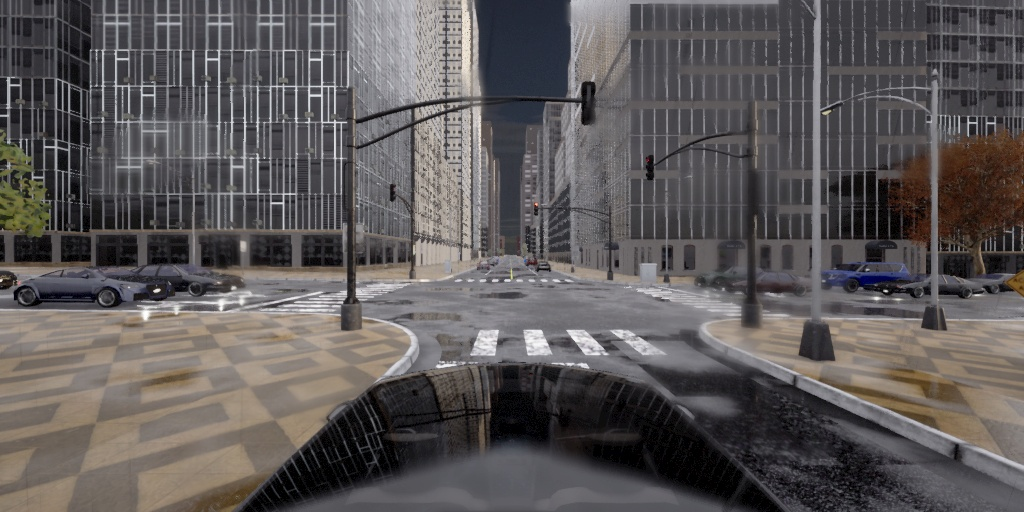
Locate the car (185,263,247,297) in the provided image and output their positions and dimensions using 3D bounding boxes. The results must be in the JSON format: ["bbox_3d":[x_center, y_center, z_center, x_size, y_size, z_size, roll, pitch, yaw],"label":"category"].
[{"bbox_3d":[-15.357,1.040,16.408,5.357,1.411,2.033,1,0,0],"label":"car"}]

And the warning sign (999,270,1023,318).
[{"bbox_3d":[17.271,1.204,11.892,1.060,1.860,1.300,0,0,-3],"label":"warning sign"}]

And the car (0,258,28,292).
[{"bbox_3d":[-25.279,0.816,15.914,4.892,1.490,1.837,1,0,-3],"label":"car"}]

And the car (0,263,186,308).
[{"bbox_3d":[-15.083,1.063,13.133,4.181,1.385,1.994,1,0,-3],"label":"car"}]

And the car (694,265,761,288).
[{"bbox_3d":[14.990,1.396,24.498,4.553,1.767,2.097,1,0,-3],"label":"car"}]

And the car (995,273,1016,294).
[{"bbox_3d":[34.560,1.942,25.409,5.357,1.411,2.033,1,0,-3],"label":"car"}]

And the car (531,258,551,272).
[{"bbox_3d":[3.912,1.329,45.690,1.948,1.339,4.313,0,0,0],"label":"car"}]

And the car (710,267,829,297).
[{"bbox_3d":[15.122,1.595,21.250,5.357,1.411,2.033,1,0,-3],"label":"car"}]

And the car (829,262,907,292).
[{"bbox_3d":[24.333,1.433,24.933,5.566,2.045,2.150,1,0,-3],"label":"car"}]

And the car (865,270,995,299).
[{"bbox_3d":[25.181,1.775,21.721,5.357,1.411,2.033,1,0,-3],"label":"car"}]

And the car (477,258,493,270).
[{"bbox_3d":[-4.043,1.342,51.180,1.802,1.307,4.207,0,0,0],"label":"car"}]
